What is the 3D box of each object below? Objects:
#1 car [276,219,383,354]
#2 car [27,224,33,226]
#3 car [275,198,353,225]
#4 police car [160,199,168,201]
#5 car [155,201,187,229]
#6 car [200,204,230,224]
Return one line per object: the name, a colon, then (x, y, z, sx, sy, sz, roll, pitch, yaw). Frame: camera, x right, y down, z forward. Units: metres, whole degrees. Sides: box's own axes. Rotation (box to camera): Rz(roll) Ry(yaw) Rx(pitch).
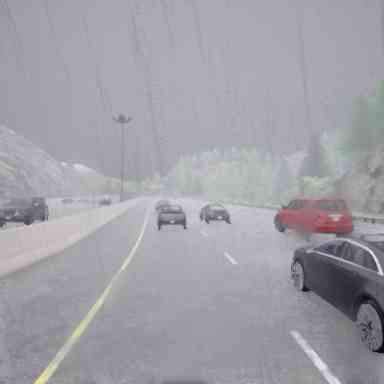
car: (3.369, 1.516, 6.152, 2.128, 1.511, 4.902, 0, 0, -2)
car: (-12.397, 1.389, 24.739, 2.150, 2.045, 5.566, 0, -1, -6)
car: (6.151, 1.299, 17.391, 2.150, 2.045, 5.566, 0, 0, -5)
police car: (-3.534, 1.737, 41.800, 2.038, 1.542, 4.974, 0, 0, -6)
car: (-1.433, 1.617, 22.655, 2.128, 1.511, 4.902, 0, 0, -6)
car: (1.734, 1.660, 25.980, 1.812, 1.442, 4.674, 0, 0, -6)
